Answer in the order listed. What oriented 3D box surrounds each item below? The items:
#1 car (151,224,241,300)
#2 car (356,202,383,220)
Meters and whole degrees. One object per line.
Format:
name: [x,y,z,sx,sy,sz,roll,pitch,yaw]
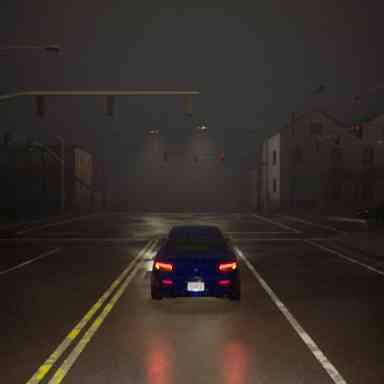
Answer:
car: [0.087,1.531,8.263,1.812,1.442,4.674,0,0,0]
car: [16.304,1.545,27.990,4.674,1.442,1.812,0,0,-1]
